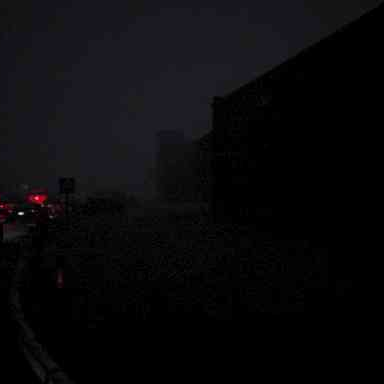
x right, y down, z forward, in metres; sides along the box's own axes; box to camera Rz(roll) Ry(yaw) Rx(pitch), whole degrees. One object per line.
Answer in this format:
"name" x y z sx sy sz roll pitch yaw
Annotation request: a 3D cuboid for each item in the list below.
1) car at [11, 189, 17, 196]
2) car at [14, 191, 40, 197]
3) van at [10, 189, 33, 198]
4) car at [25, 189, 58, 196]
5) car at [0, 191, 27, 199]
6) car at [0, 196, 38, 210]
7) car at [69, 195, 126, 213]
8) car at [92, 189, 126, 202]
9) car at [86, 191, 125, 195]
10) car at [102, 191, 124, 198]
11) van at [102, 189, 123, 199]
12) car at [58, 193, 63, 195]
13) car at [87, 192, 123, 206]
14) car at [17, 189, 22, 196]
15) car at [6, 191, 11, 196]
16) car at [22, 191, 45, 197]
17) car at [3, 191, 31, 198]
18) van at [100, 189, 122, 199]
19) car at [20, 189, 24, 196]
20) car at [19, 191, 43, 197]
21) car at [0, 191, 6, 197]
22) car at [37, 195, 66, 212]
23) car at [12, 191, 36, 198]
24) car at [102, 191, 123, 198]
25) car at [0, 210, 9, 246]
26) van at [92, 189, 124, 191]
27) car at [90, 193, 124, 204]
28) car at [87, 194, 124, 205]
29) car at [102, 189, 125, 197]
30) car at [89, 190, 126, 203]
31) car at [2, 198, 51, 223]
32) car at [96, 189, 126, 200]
"car" -35.654 0.597 61.356 4.553 1.767 2.185 0 1 -12
"car" -39.789 0.476 80.209 5.366 1.575 1.946 0 1 -12
"van" -38.396 0.316 74.990 4.442 1.987 1.878 0 1 -12
"car" -18.947 0.816 42.126 2.150 2.045 5.566 0 1 -12
"car" -37.360 0.613 69.451 4.892 1.521 2.231 0 1 -12
"car" -16.890 1.326 32.299 1.895 1.301 4.718 0 1 -11
"car" -8.882 1.266 31.238 4.792 1.488 2.163 0 1 -12
"car" -14.509 0.586 58.456 5.566 2.045 2.435 0 1 -12
"car" -9.923 1.054 36.571 4.553 1.767 2.185 0 1 -12
"car" -18.965 0.528 80.111 4.892 1.521 2.231 0 1 -12
"van" -17.155 0.410 71.969 4.442 1.987 1.878 0 1 -12
"car" -16.262 1.142 43.833 1.994 1.385 4.181 0 1 -12
"car" -11.613 0.937 44.741 4.553 1.767 2.185 0 1 -12
"car" -36.239 0.686 64.052 4.892 1.521 2.231 0 1 -12
"car" -35.155 0.637 58.644 4.553 1.767 2.185 0 1 -12
"car" -40.757 0.448 85.640 4.792 1.488 2.163 0 1 -12
"car" -37.920 0.578 72.149 4.892 1.521 2.231 0 1 -12
"van" -16.821 0.448 69.202 4.442 1.987 1.878 0 1 -12
"car" -36.800 0.649 66.752 4.892 1.521 2.231 0 1 -12
"car" -40.162 0.449 82.946 4.892 1.521 2.231 0 1 -12
"car" -34.594 0.677 55.945 4.553 1.767 2.185 0 1 -12
"car" -14.121 1.282 33.745 1.994 1.385 4.181 0 1 -12
"car" -39.045 0.550 77.547 4.674 1.452 2.002 0 1 -12
"car" -18.425 0.592 77.386 4.792 1.488 2.163 0 1 -12
"car" -7.959 1.534 11.698 1.895 1.301 4.718 0 0 -21
"van" -10.656 0.919 39.387 4.442 1.987 1.878 0 1 -12
"car" -12.763 0.974 50.181 4.892 1.521 2.231 0 1 -12
"car" -12.237 1.015 47.579 5.008 1.535 2.097 0 1 -12
"car" -19.548 0.241 82.827 5.566 2.045 2.435 0 1 -12
"car" -13.302 0.677 52.902 5.566 2.045 2.435 0 1 -12
"car" -11.791 1.383 23.974 1.994 1.385 4.181 0 1 -14
"car" -16.116 0.463 66.509 5.566 2.045 2.435 0 1 -12
